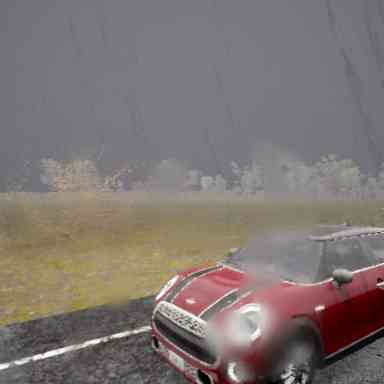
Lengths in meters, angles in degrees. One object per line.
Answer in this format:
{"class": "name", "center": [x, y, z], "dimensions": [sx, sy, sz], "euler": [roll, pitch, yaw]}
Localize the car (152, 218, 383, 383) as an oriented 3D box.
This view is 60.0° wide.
{"class": "car", "center": [1.648, 1.352, 5.166], "dimensions": [4.553, 1.767, 2.097], "euler": [0, 0, -35]}
